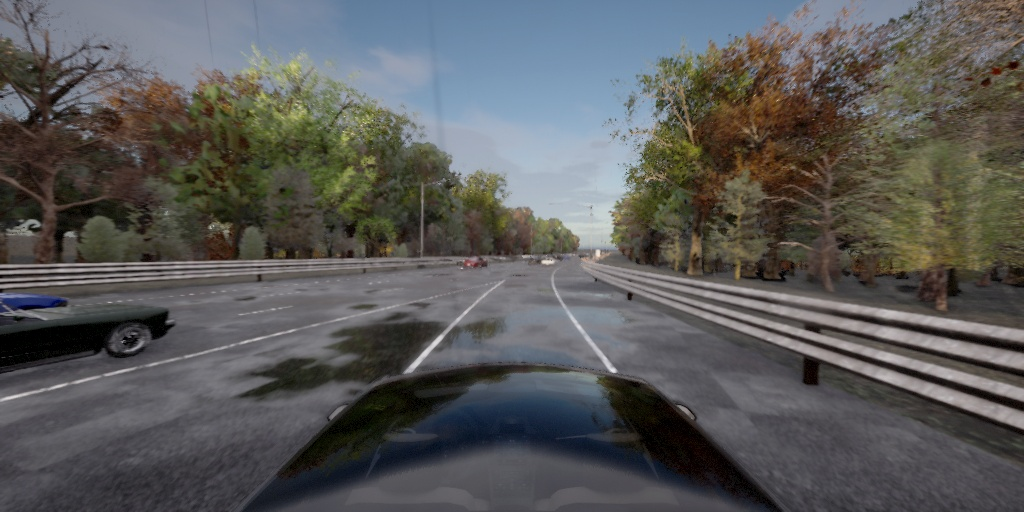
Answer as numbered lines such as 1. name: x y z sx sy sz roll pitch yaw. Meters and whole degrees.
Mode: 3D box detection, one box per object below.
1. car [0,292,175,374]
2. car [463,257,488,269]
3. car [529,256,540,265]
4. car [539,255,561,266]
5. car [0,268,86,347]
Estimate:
1. car: -8.428 1.258 5.496 1.895 1.301 4.718 1 0 16
2. car: -4.528 0.861 44.984 1.812 1.442 4.674 1 1 16
3. car: 4.284 0.754 63.284 1.837 1.490 4.892 1 1 16
4. car: 6.068 0.938 56.741 1.895 1.301 4.718 1 1 16
5. car: -11.793 1.097 6.443 1.882 1.535 5.008 1 1 16
